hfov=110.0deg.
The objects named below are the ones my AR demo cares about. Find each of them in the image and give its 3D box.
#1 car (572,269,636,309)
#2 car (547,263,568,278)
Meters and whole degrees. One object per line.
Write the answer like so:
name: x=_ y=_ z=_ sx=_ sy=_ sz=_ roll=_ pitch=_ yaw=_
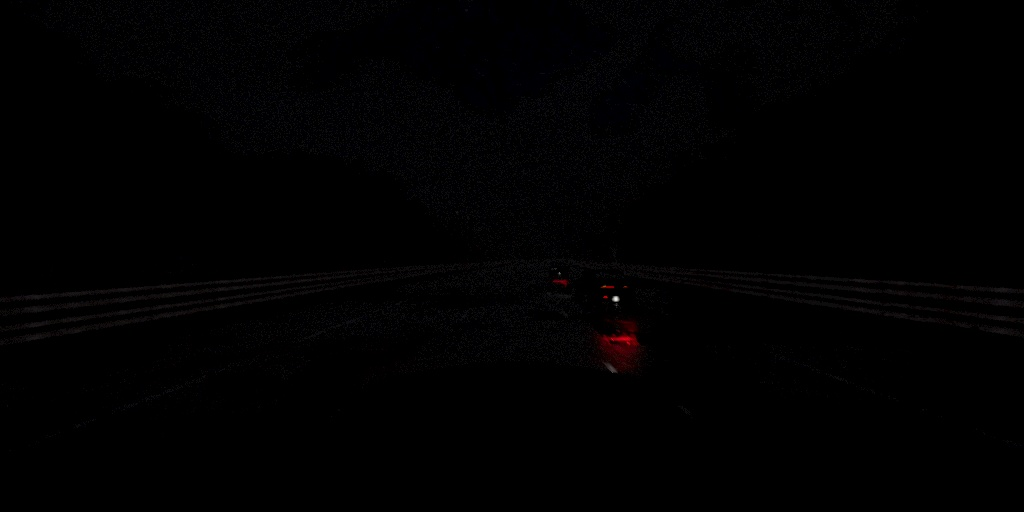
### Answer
car: x=3.781 y=1.300 z=15.296 sx=1.837 sy=1.490 sz=4.892 roll=-1 pitch=0 yaw=1
car: x=4.624 y=1.418 z=36.433 sx=1.837 sy=1.490 sz=4.892 roll=-1 pitch=0 yaw=3
